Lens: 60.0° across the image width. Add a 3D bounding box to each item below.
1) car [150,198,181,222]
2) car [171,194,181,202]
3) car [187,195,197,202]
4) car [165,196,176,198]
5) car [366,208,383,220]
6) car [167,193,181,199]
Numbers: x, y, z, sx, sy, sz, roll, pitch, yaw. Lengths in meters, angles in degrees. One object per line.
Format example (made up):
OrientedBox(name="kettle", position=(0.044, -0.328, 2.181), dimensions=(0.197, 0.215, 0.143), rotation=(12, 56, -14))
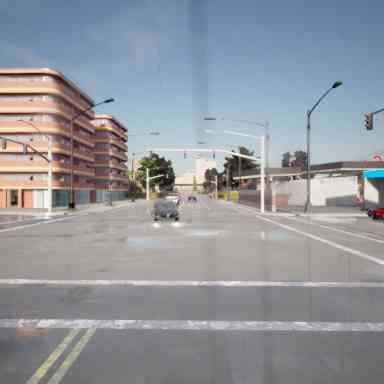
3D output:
OrientedBox(name="car", position=(-2.253, 1.477, 26.477), dimensions=(1.837, 1.490, 4.892), rotation=(0, 0, -12))
OrientedBox(name="car", position=(-3.477, 1.355, 74.064), dimensions=(2.097, 1.767, 4.553), rotation=(0, 0, 0))
OrientedBox(name="car", position=(0.022, 1.339, 70.785), dimensions=(1.812, 1.442, 4.674), rotation=(0, 0, 0))
OrientedBox(name="car", position=(-3.584, 1.601, 45.406), dimensions=(1.895, 1.301, 4.718), rotation=(0, 0, 0))
OrientedBox(name="car", position=(16.543, 1.601, 26.403), dimensions=(4.718, 1.301, 1.895), rotation=(0, 0, 1))
OrientedBox(name="car", position=(-3.552, 1.224, 60.324), dimensions=(2.150, 2.045, 5.566), rotation=(0, 0, 0))
